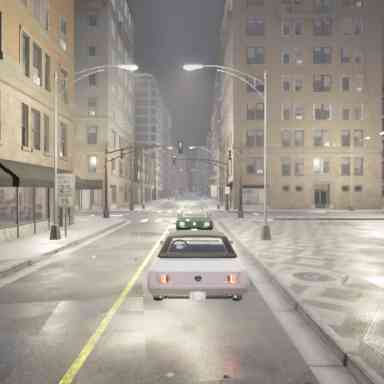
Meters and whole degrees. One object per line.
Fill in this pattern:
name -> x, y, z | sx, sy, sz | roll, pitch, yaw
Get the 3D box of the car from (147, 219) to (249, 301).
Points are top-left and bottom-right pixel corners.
car -> 0.111, 1.601, 8.280 | 1.895, 1.301, 4.718 | 0, 0, 0

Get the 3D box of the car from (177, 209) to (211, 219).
car -> 0.125, 1.600, 18.515 | 1.895, 1.301, 4.718 | 0, 0, 0
